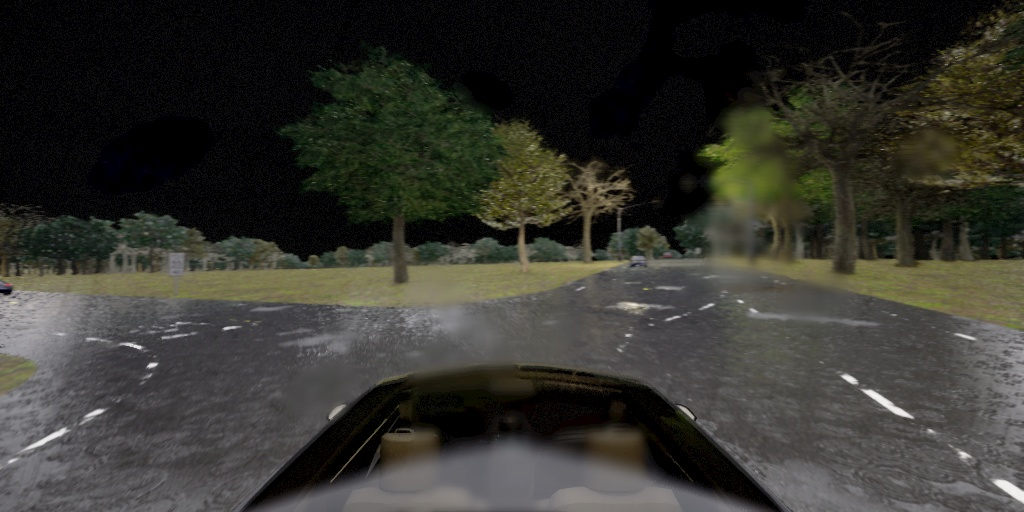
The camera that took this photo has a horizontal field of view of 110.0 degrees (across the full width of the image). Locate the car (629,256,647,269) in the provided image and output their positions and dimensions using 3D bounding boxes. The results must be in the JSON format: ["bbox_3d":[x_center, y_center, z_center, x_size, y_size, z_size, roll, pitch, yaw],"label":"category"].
[{"bbox_3d":[14.575,0.658,41.293,2.033,1.411,5.357,-1,1,21],"label":"car"}]

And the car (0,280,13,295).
[{"bbox_3d":[-41.672,2.421,28.333,4.181,1.385,1.994,-1,-2,23],"label":"car"}]
